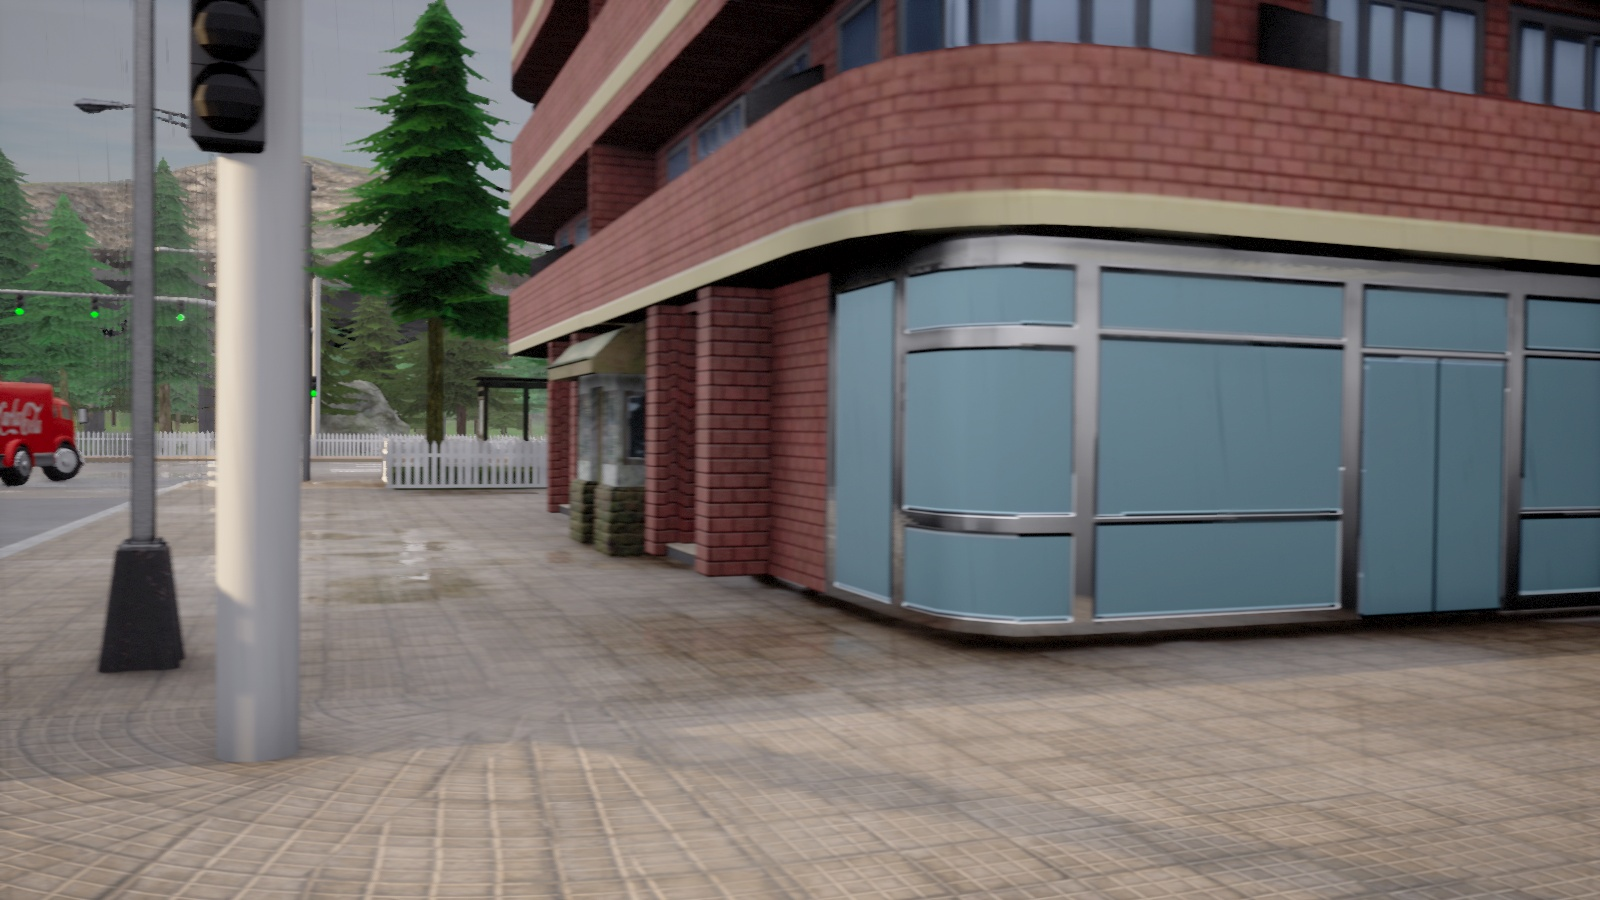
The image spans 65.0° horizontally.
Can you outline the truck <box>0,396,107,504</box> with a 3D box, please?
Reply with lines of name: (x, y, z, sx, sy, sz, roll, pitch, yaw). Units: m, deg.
truck: (-19.708, 0.008, 30.981, 2.627, 2.467, 5.204, -2, 1, -6)
